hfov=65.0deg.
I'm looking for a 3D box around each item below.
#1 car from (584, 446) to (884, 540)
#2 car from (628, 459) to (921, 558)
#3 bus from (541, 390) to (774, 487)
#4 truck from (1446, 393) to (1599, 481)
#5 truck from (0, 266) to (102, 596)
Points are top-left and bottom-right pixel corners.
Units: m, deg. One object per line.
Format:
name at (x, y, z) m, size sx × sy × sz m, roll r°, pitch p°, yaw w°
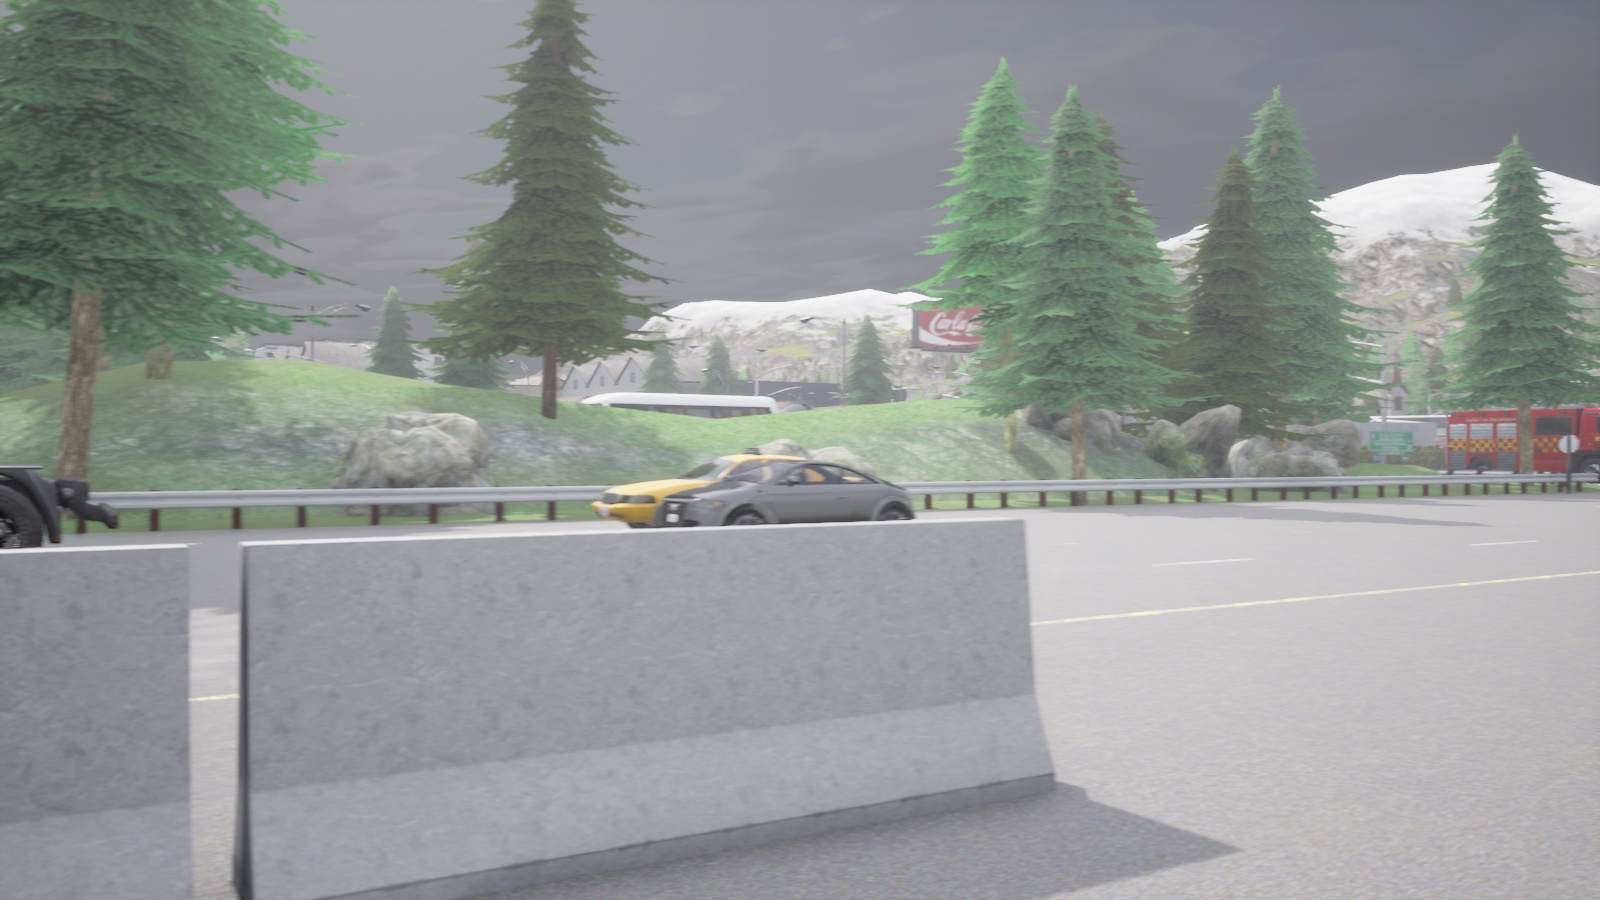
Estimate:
car at (-1.161, 0.729, 23.380) m, size 5.366 × 1.575 × 1.801 m, roll 0°, pitch 0°, yaw -31°
car at (-0.375, 0.846, 19.759) m, size 4.181 × 1.385 × 1.994 m, roll 0°, pitch 0°, yaw -32°
bus at (-6.675, -0.515, 59.571) m, size 10.273 × 4.253 × 3.944 m, roll 0°, pitch 0°, yaw -31°
truck at (34.883, -0.567, 58.199) m, size 2.891 × 3.827 × 8.468 m, roll 0°, pitch 0°, yaw -32°
truck at (-11.727, -0.193, 12.810) m, size 7.936 × 3.462 × 2.891 m, roll 0°, pitch 0°, yaw -31°
